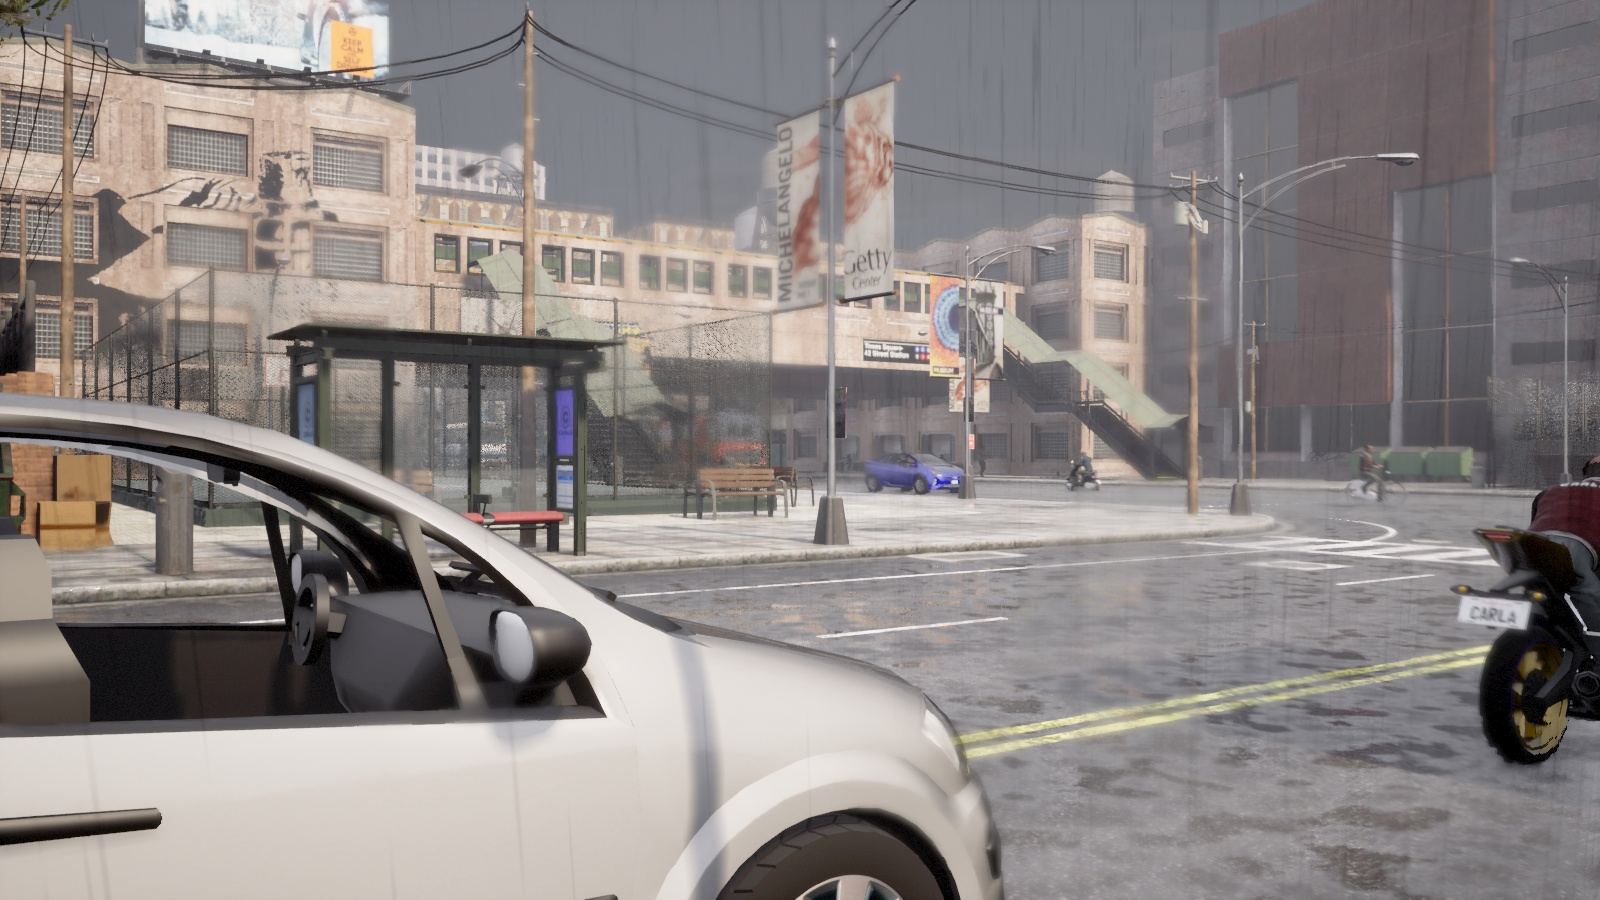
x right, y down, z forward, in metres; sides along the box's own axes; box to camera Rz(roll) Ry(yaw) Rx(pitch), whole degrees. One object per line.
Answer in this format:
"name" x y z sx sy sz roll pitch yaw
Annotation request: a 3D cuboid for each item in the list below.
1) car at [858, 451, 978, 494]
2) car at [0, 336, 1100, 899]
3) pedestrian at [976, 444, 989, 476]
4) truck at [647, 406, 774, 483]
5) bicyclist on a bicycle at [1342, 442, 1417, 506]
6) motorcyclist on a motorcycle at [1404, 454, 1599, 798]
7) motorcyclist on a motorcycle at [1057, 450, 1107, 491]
"car" 4.338 0.797 46.833 2.007 1.525 4.514 0 0 -34
"car" -1.441 0.653 2.657 3.988 1.617 1.851 0 0 -35
"pedestrian" 10.405 0.554 71.448 0.328 1.805 0.869 0 0 -23
"truck" -4.886 -0.247 66.553 2.891 3.827 8.468 0 0 -34
"bicyclist on a bicycle" 16.358 0.667 35.471 0.659 1.776 1.843 0 0 -34
"motorcyclist on a motorcycle" 4.185 0.787 6.582 2.191 1.530 0.866 0 0 -35
"motorcyclist on a motorcycle" 11.090 0.795 49.362 0.866 1.590 1.817 0 0 -34
